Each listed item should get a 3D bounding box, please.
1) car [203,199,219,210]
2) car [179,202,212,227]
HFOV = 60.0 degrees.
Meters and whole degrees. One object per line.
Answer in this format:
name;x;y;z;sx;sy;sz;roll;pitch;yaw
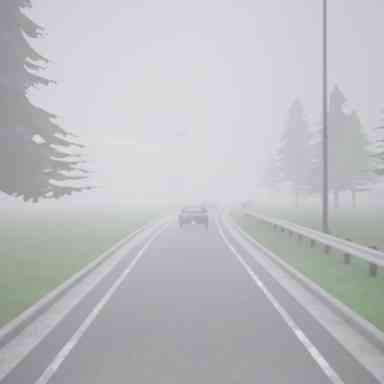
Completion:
car;2.373;1.591;43.017;1.895;1.301;4.718;0;0;11
car;0.178;1.599;22.679;1.895;1.301;4.718;0;0;2
